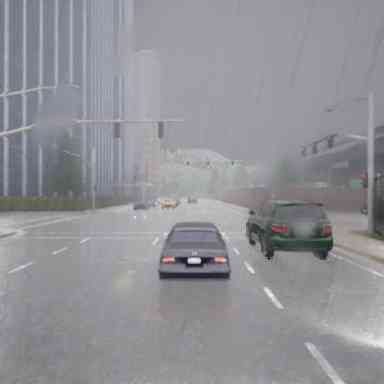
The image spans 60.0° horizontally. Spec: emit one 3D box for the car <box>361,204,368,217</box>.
[{"bbox_3d":[19.201,1.493,31.753,5.566,2.045,2.150,0,0,0],"label":"car"}]

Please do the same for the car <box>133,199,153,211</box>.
[{"bbox_3d":[-7.060,1.921,47.113,1.895,1.301,4.718,0,0,0],"label":"car"}]

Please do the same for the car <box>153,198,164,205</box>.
[{"bbox_3d":[-6.943,1.995,69.295,1.812,1.442,4.674,0,0,0],"label":"car"}]

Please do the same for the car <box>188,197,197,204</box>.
[{"bbox_3d":[0.065,1.887,78.172,2.097,1.767,4.553,0,0,0],"label":"car"}]

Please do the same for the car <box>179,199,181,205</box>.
[{"bbox_3d":[-3.517,1.893,61.060,1.882,1.535,5.008,0,0,0],"label":"car"}]

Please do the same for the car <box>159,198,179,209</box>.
[{"bbox_3d":[-3.551,1.829,51.636,1.882,1.535,5.008,0,0,0],"label":"car"}]

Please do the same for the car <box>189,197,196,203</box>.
[{"bbox_3d":[0.073,2.101,88.416,1.837,1.490,4.892,0,0,0],"label":"car"}]

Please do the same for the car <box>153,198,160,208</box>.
[{"bbox_3d":[-7.040,1.875,56.440,2.128,1.511,4.902,0,0,0],"label":"car"}]

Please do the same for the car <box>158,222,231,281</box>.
[{"bbox_3d":[0.075,1.617,10.037,2.033,1.411,5.357,0,0,0],"label":"car"}]

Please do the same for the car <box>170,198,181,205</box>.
[{"bbox_3d":[-3.441,2.009,71.216,2.128,1.511,4.902,0,0,0],"label":"car"}]

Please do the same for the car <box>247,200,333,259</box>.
[{"bbox_3d":[3.592,1.315,13.151,2.150,2.045,5.566,0,0,0],"label":"car"}]
